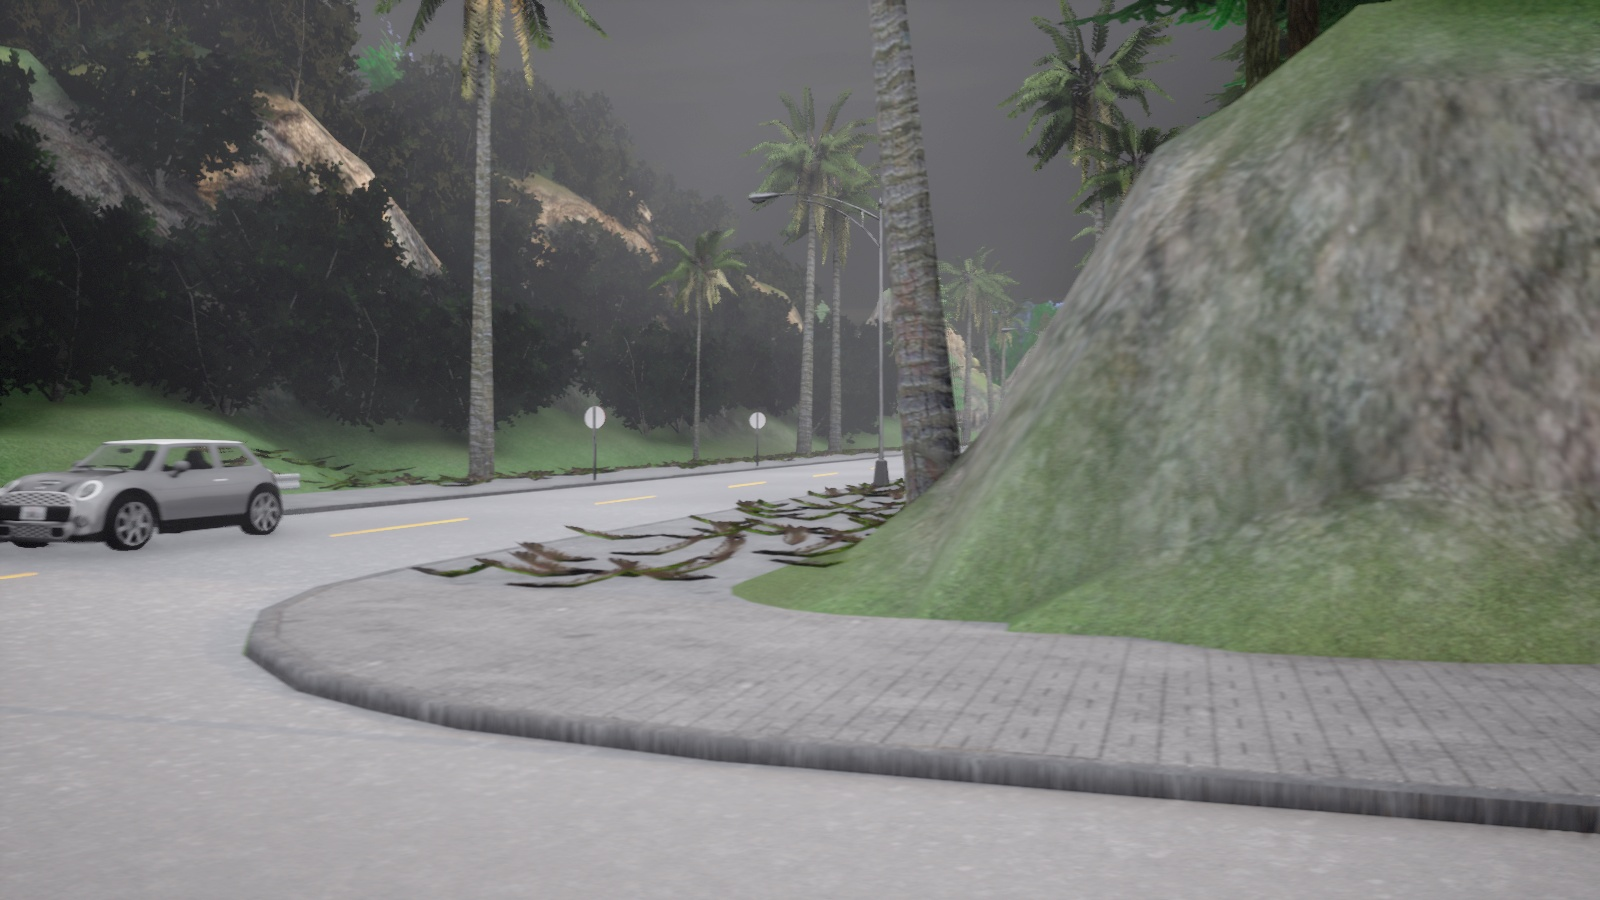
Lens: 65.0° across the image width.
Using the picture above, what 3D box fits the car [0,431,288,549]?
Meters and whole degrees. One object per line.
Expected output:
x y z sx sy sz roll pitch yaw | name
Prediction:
-9.448 0.472 17.942 1.970 1.475 3.806 0 1 17 | car
